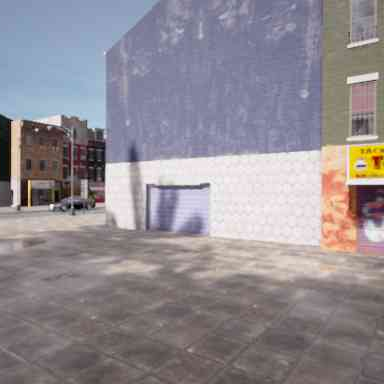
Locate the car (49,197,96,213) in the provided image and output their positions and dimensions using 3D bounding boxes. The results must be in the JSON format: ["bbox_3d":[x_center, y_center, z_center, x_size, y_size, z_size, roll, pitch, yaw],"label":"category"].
[{"bbox_3d":[-12.256,1.256,34.364,2.128,1.511,4.902,0,1,36],"label":"car"}]
